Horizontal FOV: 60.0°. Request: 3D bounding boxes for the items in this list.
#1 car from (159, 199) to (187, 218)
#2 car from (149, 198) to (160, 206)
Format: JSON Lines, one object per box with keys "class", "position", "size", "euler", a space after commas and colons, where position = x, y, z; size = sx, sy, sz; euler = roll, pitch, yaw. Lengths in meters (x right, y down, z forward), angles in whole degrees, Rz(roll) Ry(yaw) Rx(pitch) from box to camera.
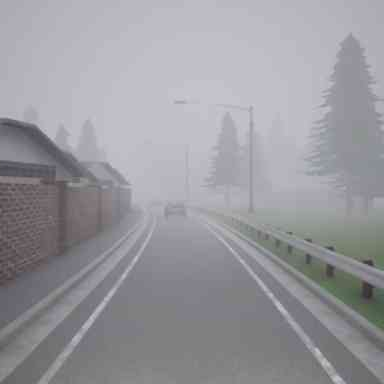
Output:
{"class": "car", "position": [-1.579, 1.506, 29.957], "size": [2.128, 1.511, 4.902], "euler": [0, 0, -7]}
{"class": "car", "position": [-5.895, 1.590, 53.980], "size": [1.994, 1.385, 4.181], "euler": [0, 0, -13]}
